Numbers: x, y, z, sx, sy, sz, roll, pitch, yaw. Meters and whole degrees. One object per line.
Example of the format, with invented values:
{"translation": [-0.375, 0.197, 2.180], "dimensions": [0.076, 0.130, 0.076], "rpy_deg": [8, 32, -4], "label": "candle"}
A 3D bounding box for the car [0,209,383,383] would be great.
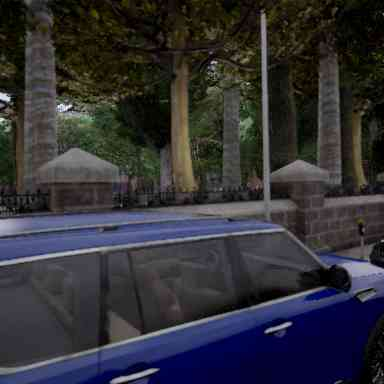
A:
{"translation": [-0.056, 1.190, 3.199], "dimensions": [5.566, 2.045, 2.150], "rpy_deg": [-2, 1, -36], "label": "car"}
